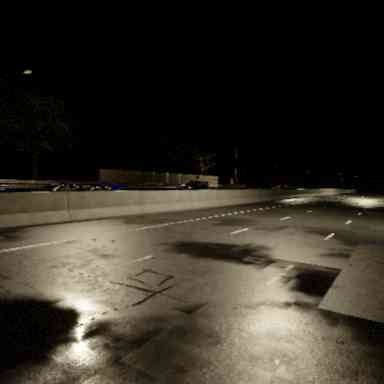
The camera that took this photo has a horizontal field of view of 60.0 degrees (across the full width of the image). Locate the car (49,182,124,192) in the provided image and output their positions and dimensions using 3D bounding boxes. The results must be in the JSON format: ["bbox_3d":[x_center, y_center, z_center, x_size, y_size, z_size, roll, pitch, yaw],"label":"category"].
[{"bbox_3d":[-7.091,0.286,23.293,1.837,1.490,4.892,4,3,31],"label":"car"}]

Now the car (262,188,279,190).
[{"bbox_3d":[14.643,-0.018,58.937,1.895,1.301,4.718,4,3,32],"label":"car"}]

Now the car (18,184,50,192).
[{"bbox_3d":[-10.064,0.089,25.129,1.837,1.490,4.892,4,3,31],"label":"car"}]

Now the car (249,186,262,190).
[{"bbox_3d":[11.699,-0.290,60.811,1.812,1.442,4.674,4,3,32],"label":"car"}]

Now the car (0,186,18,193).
[{"bbox_3d":[-15.066,0.030,23.622,1.895,1.301,4.718,4,3,31],"label":"car"}]

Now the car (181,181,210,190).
[{"bbox_3d":[0.604,-0.649,49.362,2.150,2.045,5.566,4,2,32],"label":"car"}]

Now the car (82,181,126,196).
[{"bbox_3d":[-10.096,-0.450,38.559,1.882,1.535,5.008,4,2,31],"label":"car"}]
